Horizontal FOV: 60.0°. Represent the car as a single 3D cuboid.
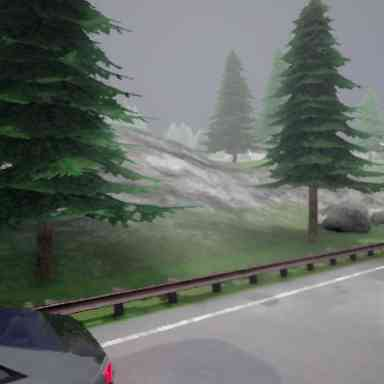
[{"bbox_3d":[-2.610,1.564,2.109,4.181,1.385,1.994,0,0,-35],"label":"car"}]
